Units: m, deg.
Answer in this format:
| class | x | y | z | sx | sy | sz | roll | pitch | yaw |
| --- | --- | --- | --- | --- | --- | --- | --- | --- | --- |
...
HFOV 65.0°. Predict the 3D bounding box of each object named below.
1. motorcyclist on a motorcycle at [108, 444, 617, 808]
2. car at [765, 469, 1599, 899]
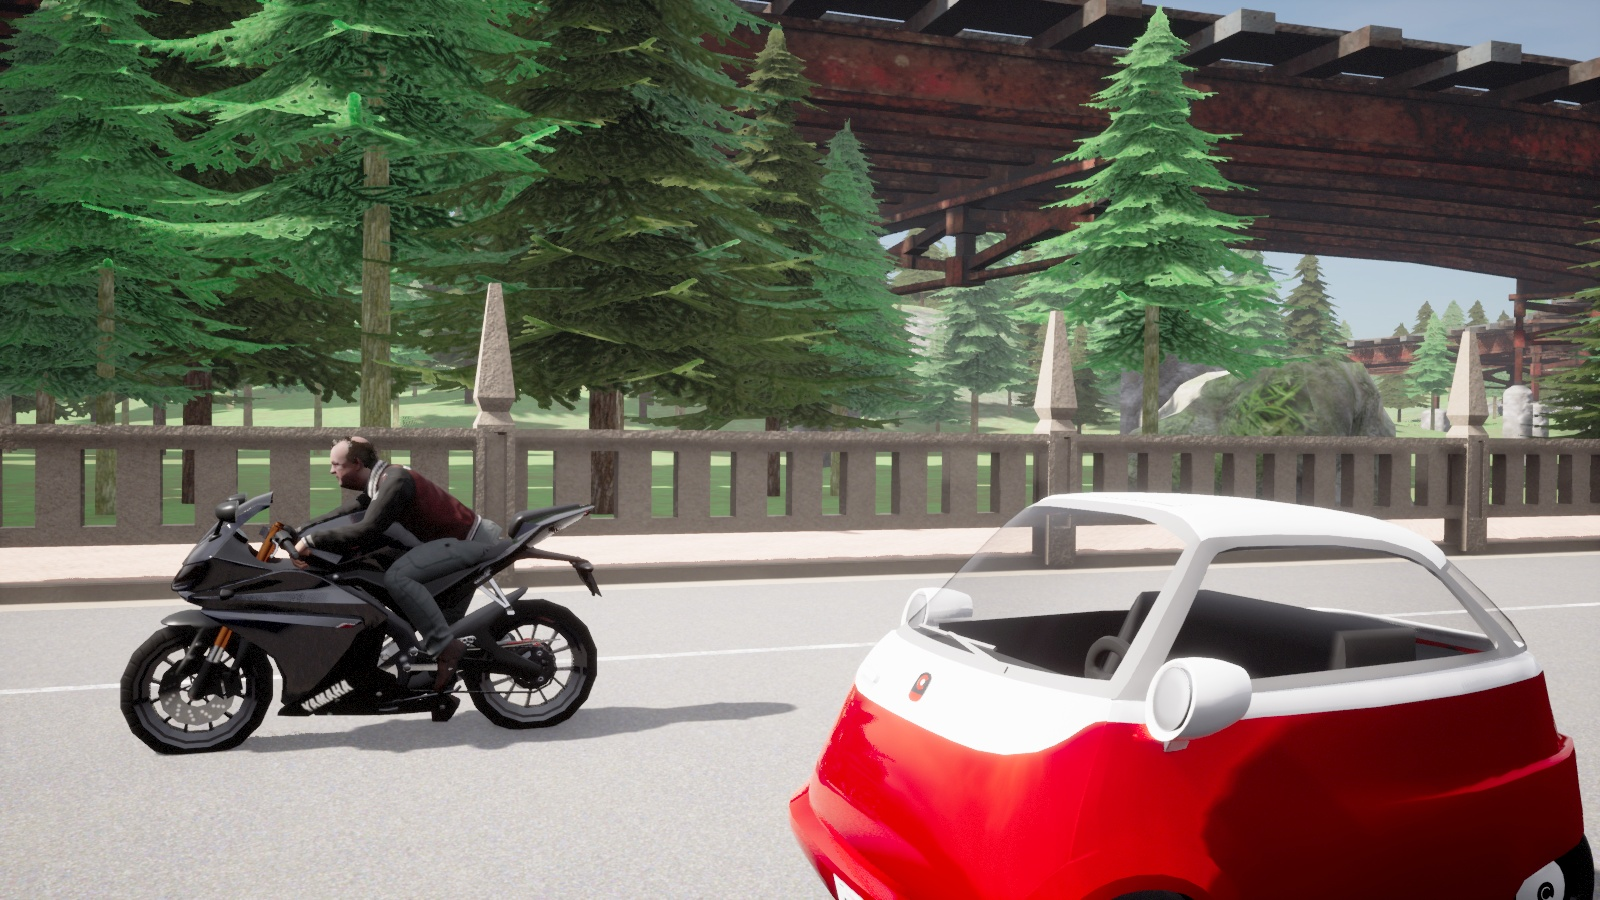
| class | x | y | z | sx | sy | sz | roll | pitch | yaw |
| --- | --- | --- | --- | --- | --- | --- | --- | --- | --- |
| motorcyclist on a motorcycle | -2.089 | 0.755 | 6.190 | 2.191 | 1.530 | 0.866 | -1 | 1 | -21 |
| car | 1.187 | 0.780 | 3.690 | 2.207 | 1.376 | 1.481 | -1 | 1 | -21 |
